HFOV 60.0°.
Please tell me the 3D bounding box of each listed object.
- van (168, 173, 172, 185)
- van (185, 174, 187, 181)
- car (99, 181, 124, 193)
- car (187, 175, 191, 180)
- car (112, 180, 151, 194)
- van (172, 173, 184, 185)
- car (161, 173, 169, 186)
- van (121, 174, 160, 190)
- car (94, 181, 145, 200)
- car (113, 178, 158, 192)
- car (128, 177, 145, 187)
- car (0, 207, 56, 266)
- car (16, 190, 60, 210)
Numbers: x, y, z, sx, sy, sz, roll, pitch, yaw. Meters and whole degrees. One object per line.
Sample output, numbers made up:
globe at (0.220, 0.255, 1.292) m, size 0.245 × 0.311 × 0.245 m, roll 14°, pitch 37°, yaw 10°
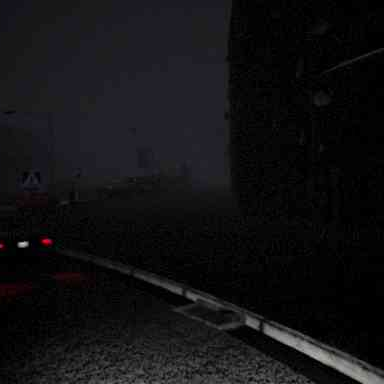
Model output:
van at (-6.029, -1.689, 53.426) m, size 4.442 × 1.987 × 1.878 m, roll -2°, pitch 5°, yaw -14°
van at (-4.087, -3.081, 71.544) m, size 4.442 × 1.987 × 1.878 m, roll -2°, pitch 5°, yaw -14°
car at (-11.453, -0.771, 47.748) m, size 1.895 × 1.301 × 4.718 m, roll -1°, pitch 4°, yaw 6°
car at (-2.703, -3.784, 83.688) m, size 4.892 × 1.521 × 2.231 m, roll -2°, pitch 4°, yaw -14°
car at (-7.529, -0.268, 38.379) m, size 4.674 × 1.452 × 2.002 m, roll -2°, pitch 5°, yaw -14°
van at (-4.510, -2.625, 65.569) m, size 4.442 × 1.987 × 1.878 m, roll -2°, pitch 4°, yaw -14°
car at (-6.590, -1.253, 47.404) m, size 5.566 × 2.045 × 2.435 m, roll -2°, pitch 5°, yaw -14°
van at (-6.774, -1.001, 44.430) m, size 4.442 × 1.987 × 1.878 m, roll -2°, pitch 4°, yaw -14°
car at (-7.863, -0.075, 35.361) m, size 4.892 × 1.521 × 2.231 m, roll -2°, pitch 4°, yaw -14°
car at (-7.387, -0.537, 41.351) m, size 5.366 × 1.575 × 1.946 m, roll -2°, pitch 5°, yaw -14°
car at (-10.133, -1.913, 61.052) m, size 1.882 × 1.535 × 5.008 m, roll -1°, pitch 4°, yaw 6°
car at (-6.056, 1.315, 9.868) m, size 5.357 × 1.411 × 2.033 m, roll 1°, pitch 0°, yaw 41°
car at (-13.082, 0.576, 28.629) m, size 1.882 × 1.535 × 5.008 m, roll -1°, pitch 5°, yaw 1°
